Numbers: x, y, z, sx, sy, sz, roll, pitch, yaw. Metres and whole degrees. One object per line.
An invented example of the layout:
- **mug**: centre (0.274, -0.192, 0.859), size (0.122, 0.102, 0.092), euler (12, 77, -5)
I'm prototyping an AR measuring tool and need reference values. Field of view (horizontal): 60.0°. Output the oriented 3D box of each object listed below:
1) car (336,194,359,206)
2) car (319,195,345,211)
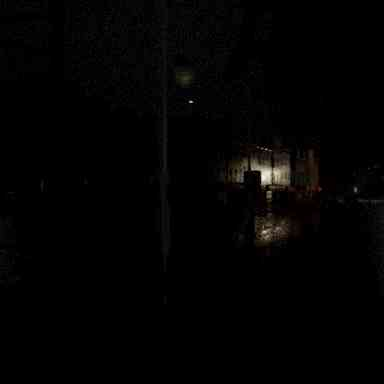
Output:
- **car**: centre (22.248, 1.359, 47.076), size (1.882, 1.535, 5.008), euler (-1, 0, 36)
- **car**: centre (16.298, 1.393, 38.622), size (2.128, 1.511, 4.902), euler (0, 0, 34)
